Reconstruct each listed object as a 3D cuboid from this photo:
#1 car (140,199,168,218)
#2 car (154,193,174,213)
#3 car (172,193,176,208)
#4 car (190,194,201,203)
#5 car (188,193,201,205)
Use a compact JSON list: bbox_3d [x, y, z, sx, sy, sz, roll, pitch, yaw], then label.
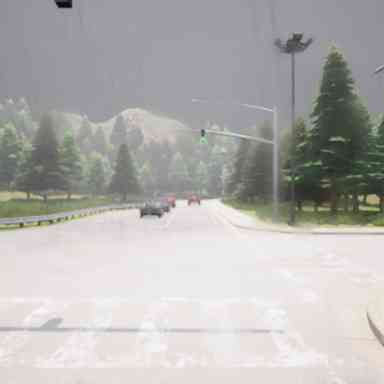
[{"bbox_3d":[-3.575,1.597,30.348,1.895,1.301,4.718,0,0,0],"label":"car"},{"bbox_3d":[-3.556,1.347,37.471,2.097,1.767,4.553,0,0,0],"label":"car"},{"bbox_3d":[-3.478,1.215,48.157,2.150,2.045,5.566,0,0,1],"label":"car"},{"bbox_3d":[0.696,1.345,67.928,2.097,1.767,4.553,0,0,2],"label":"car"},{"bbox_3d":[0.424,1.212,57.514,2.150,2.045,5.566,0,0,2],"label":"car"}]
